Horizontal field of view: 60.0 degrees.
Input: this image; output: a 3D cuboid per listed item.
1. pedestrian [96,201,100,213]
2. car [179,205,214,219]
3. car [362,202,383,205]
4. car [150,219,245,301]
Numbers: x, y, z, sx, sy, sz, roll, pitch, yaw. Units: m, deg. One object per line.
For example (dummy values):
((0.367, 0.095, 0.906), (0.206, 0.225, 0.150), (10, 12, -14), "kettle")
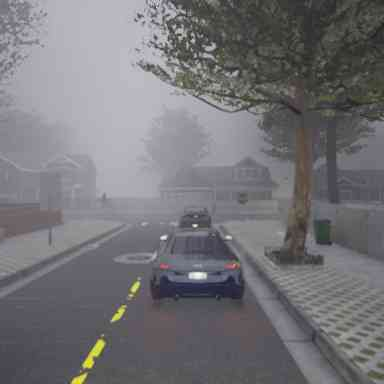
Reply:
((-9.713, 1.514, 34.481), (0.375, 1.300, 0.375), (0, 0, 0), "pedestrian")
((0.263, 1.607, 20.735), (1.837, 1.490, 4.892), (0, 0, 2), "car")
((17.123, 1.722, 31.805), (4.892, 1.490, 1.837), (0, 0, -1), "car")
((0.111, 1.606, 8.478), (1.994, 1.385, 4.181), (0, 0, 0), "car")
